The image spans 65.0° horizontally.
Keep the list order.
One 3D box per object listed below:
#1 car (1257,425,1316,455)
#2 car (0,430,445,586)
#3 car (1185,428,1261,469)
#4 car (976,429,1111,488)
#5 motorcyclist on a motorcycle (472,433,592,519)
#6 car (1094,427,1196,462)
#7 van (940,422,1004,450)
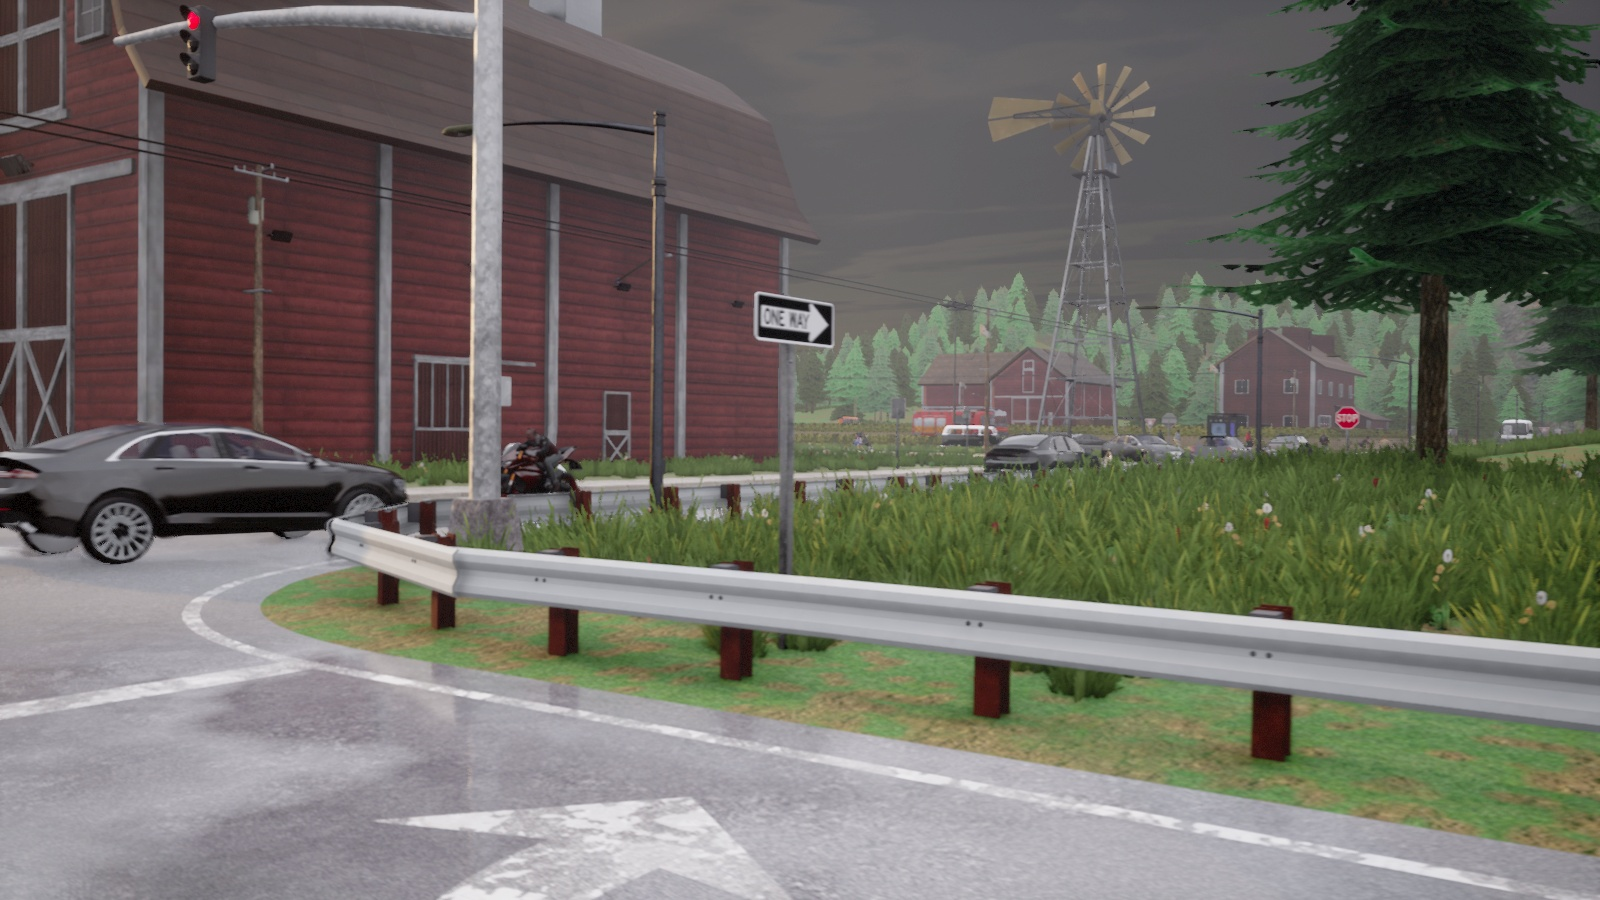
[{"bbox_3d":[27.331,-0.573,70.467,2.033,1.649,4.856,0,1,35],"label":"car"},{"bbox_3d":[-6.890,0.528,14.785,2.128,1.511,4.902,0,1,38],"label":"car"},{"bbox_3d":[16.300,-0.078,48.337,1.845,1.501,3.633,0,1,35],"label":"car"},{"bbox_3d":[6.781,0.187,34.554,1.837,1.490,4.892,0,1,35],"label":"car"},{"bbox_3d":[-5.012,0.460,23.638,0.866,1.530,2.191,0,1,35],"label":"motorcyclist on a motorcycle"},{"bbox_3d":[15.602,-0.266,57.117,2.128,1.511,4.902,0,1,-18],"label":"car"},{"bbox_3d":[12.902,-1.054,94.383,4.480,2.038,2.069,-1,1,16],"label":"van"}]
